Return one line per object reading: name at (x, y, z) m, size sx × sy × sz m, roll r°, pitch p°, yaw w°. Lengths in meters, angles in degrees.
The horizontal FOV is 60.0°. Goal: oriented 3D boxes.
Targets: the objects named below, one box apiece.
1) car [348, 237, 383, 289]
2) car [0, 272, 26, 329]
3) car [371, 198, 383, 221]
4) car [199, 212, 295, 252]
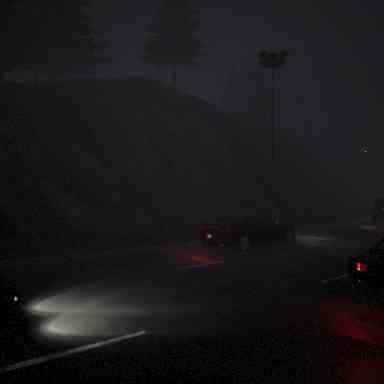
car at (5.866, 1.700, 8.291) m, size 4.718 × 1.301 × 1.895 m, roll 1°, pitch -1°, yaw -39°
car at (-5.227, 1.561, 4.330) m, size 5.357 × 1.411 × 2.033 m, roll 1°, pitch -1°, yaw -35°
car at (17.963, 1.564, 30.262) m, size 2.150 × 2.045 × 5.566 m, roll 0°, pitch 0°, yaw 39°
car at (2.581, 1.616, 14.695) m, size 5.008 × 1.535 × 1.882 m, roll 1°, pitch 0°, yaw -40°
